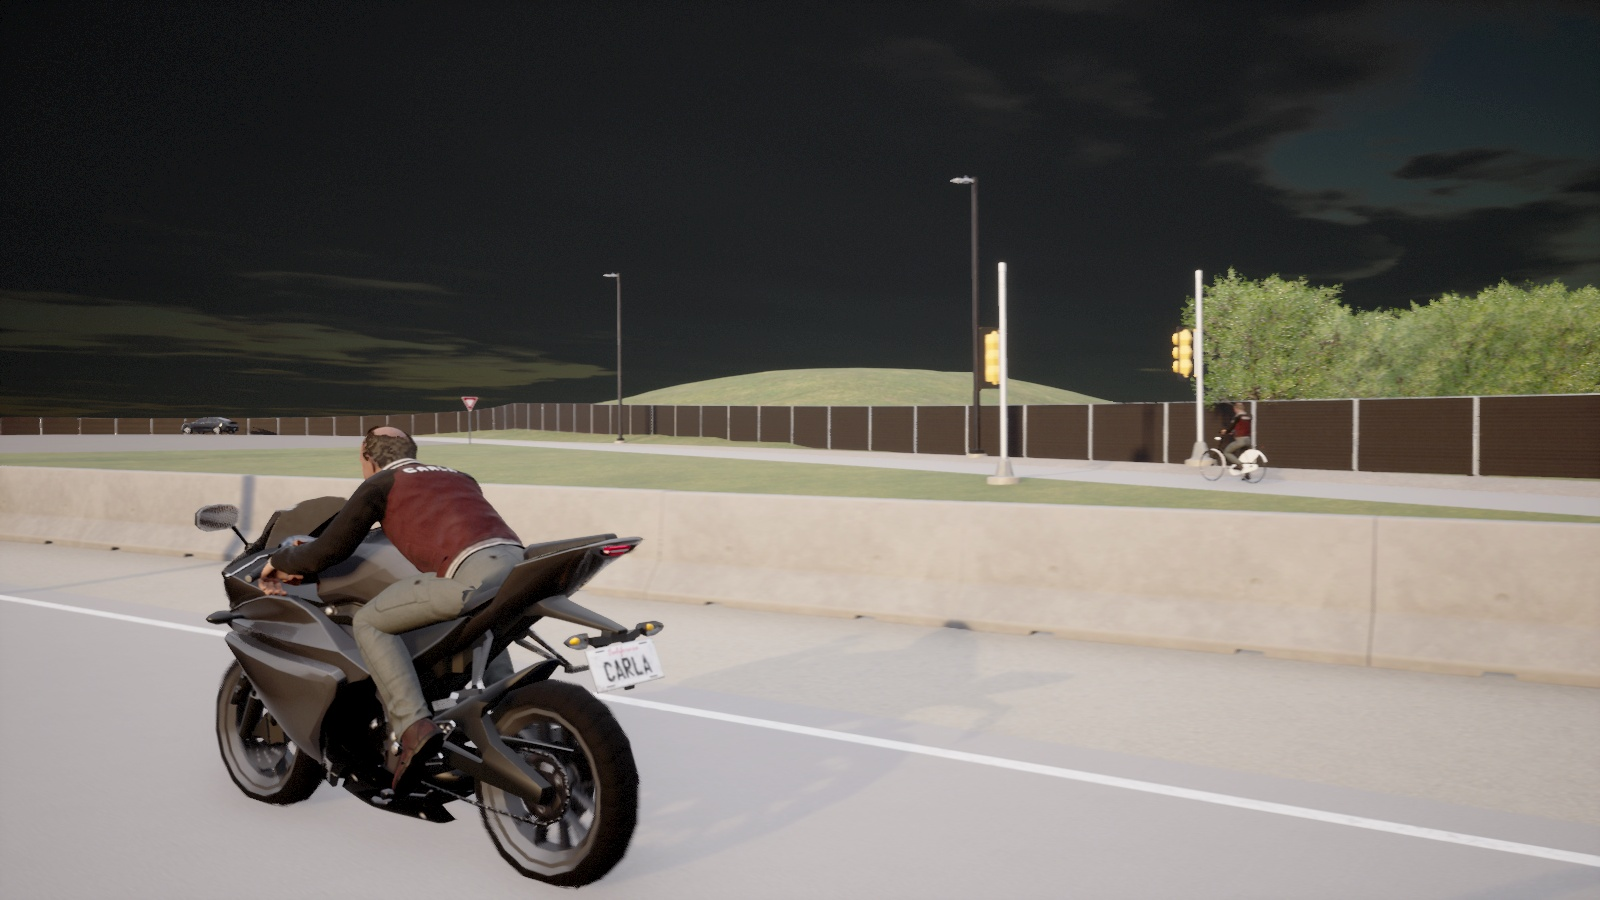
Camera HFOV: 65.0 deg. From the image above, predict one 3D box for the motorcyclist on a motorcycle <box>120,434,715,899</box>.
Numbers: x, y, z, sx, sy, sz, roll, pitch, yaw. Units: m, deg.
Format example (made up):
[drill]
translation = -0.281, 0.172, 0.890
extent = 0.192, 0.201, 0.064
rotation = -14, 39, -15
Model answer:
[motorcyclist on a motorcycle]
translation = -1.453, 0.718, 4.590
extent = 2.191, 1.530, 0.866
rotation = 0, 1, 34

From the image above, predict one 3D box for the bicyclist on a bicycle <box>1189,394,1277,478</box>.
[bicyclist on a bicycle]
translation = 9.500, -0.325, 27.601
extent = 0.659, 1.776, 1.843
rotation = -2, 2, -29
